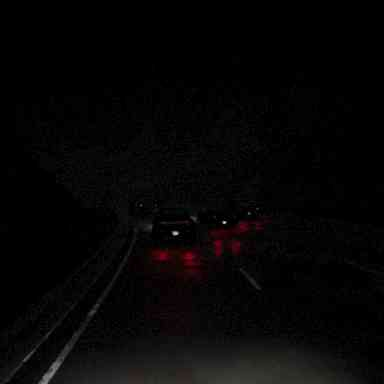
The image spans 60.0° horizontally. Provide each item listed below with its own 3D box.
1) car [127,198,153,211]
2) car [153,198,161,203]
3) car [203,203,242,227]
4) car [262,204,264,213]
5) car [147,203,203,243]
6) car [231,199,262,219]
[{"bbox_3d":[-6.889,1.638,41.788,2.033,1.411,5.357,-1,0,-20],"label":"car"},{"bbox_3d":[-5.948,1.587,48.289,1.837,1.490,4.892,1,-1,-25],"label":"car"},{"bbox_3d":[1.594,1.591,22.748,1.895,1.301,4.718,-1,0,-11],"label":"car"},{"bbox_3d":[5.938,1.471,35.103,1.812,1.442,4.674,0,0,-15],"label":"car"},{"bbox_3d":[-1.003,1.508,16.270,2.128,1.511,4.902,-1,0,-7],"label":"car"},{"bbox_3d":[3.972,1.491,28.379,1.812,1.442,4.674,0,0,-13],"label":"car"}]
